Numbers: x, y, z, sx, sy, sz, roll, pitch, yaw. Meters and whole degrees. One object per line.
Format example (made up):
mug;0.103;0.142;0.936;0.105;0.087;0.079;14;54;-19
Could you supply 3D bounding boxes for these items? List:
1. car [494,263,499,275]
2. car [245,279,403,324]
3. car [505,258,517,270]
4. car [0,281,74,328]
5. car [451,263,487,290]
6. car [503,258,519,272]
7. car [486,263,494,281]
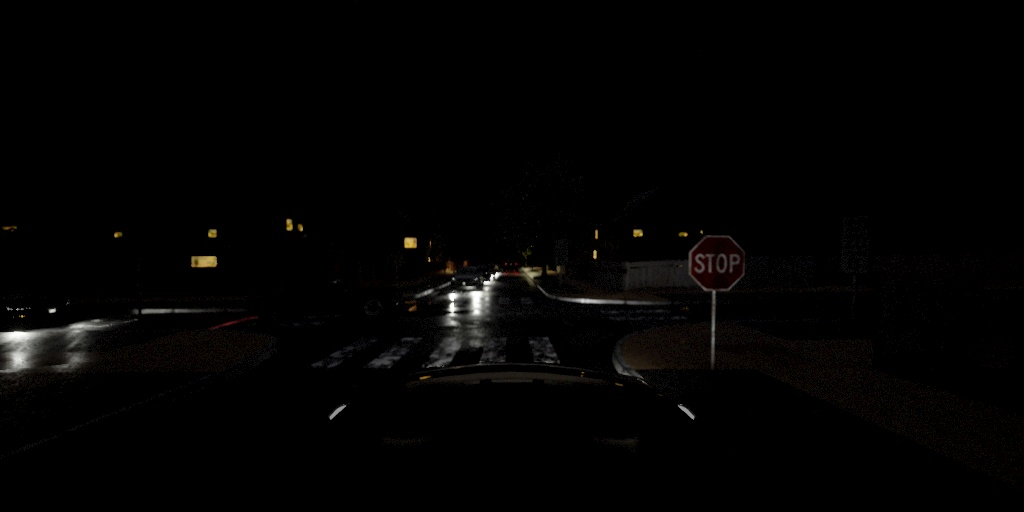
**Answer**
car;-2.978;1.587;43.314;1.994;1.385;4.181;0;0;0
car;-6.348;1.487;12.661;4.718;1.301;1.895;-2;1;-9
car;-0.203;1.426;63.503;2.150;2.045;5.566;0;-1;0
car;-17.739;1.590;11.915;4.892;1.490;1.837;0;2;-1
car;-2.922;1.412;24.160;1.812;1.442;4.674;0;0;0
car;-0.168;1.325;53.074;2.150;2.045;5.566;0;-1;0
car;-2.944;1.476;33.330;1.812;1.442;4.674;0;0;0
